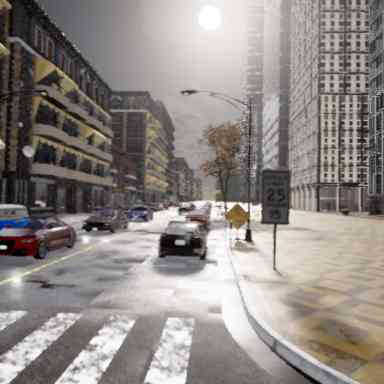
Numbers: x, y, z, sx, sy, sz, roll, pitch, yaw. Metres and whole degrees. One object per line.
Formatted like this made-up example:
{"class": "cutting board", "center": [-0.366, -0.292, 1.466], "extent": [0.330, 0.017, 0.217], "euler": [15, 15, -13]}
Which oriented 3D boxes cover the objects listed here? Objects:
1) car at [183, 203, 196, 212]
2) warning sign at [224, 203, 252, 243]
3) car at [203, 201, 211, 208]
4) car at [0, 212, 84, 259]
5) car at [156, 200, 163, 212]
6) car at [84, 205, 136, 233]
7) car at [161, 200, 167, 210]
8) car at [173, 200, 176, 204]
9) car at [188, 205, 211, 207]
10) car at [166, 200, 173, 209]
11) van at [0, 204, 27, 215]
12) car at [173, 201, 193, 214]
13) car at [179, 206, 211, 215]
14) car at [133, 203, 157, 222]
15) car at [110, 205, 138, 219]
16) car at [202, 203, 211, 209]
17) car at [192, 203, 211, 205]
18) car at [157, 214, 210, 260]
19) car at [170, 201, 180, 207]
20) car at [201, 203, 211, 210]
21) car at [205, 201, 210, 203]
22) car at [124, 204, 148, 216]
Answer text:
{"class": "car", "center": [-0.322, 2.625, 56.922], "extent": [1.837, 1.490, 4.892], "euler": [1, -1, 3]}
{"class": "warning sign", "center": [2.242, 1.487, 16.374], "extent": [1.300, 1.860, 1.060], "euler": [0, -2, 3]}
{"class": "car", "center": [4.006, 3.239, 85.816], "extent": [1.967, 1.590, 4.097], "euler": [2, -1, 3]}
{"class": "car", "center": [-6.135, 1.680, 12.970], "extent": [1.994, 1.385, 4.181], "euler": [1, -1, 3]}
{"class": "car", "center": [-6.342, 2.472, 52.965], "extent": [1.947, 1.339, 4.313], "euler": [2, -1, 3]}
{"class": "car", "center": [-5.572, 1.861, 22.320], "extent": [2.033, 1.411, 5.357], "euler": [1, -1, 4]}
{"class": "car", "center": [-6.021, 2.546, 58.354], "extent": [1.752, 1.417, 4.829], "euler": [2, -1, 3]}
{"class": "car", "center": [-4.682, 2.817, 80.762], "extent": [2.192, 1.841, 5.009], "euler": [2, -1, 3]}
{"class": "car", "center": [0.701, 2.162, 30.228], "extent": [2.008, 1.369, 4.403], "euler": [2, -1, 3]}
{"class": "car", "center": [-5.672, 2.459, 64.087], "extent": [2.192, 1.841, 5.009], "euler": [2, -1, 3]}
{"class": "van", "center": [-8.645, 1.423, 14.059], "extent": [1.690, 1.788, 3.998], "euler": [2, -1, 3]}
{"class": "car", "center": [-0.934, 2.390, 46.550], "extent": [2.128, 1.511, 4.902], "euler": [1, -1, 3]}
{"class": "car", "center": [0.370, 2.038, 24.669], "extent": [1.887, 1.381, 4.507], "euler": [2, -1, 3]}
{"class": "car", "center": [-4.966, 2.054, 32.498], "extent": [1.812, 1.442, 4.674], "euler": [1, -1, 4]}
{"class": "car", "center": [-7.333, 2.117, 36.289], "extent": [1.947, 1.339, 4.313], "euler": [2, -1, 3]}
{"class": "car", "center": [3.343, 3.111, 74.697], "extent": [2.008, 1.369, 4.403], "euler": [2, -1, 3]}
{"class": "car", "center": [1.361, 2.397, 41.346], "extent": [2.008, 1.369, 4.403], "euler": [2, -1, 3]}
{"class": "car", "center": [-0.291, 1.825, 13.553], "extent": [1.947, 1.339, 4.313], "euler": [2, -1, 3]}
{"class": "car", "center": [-4.361, 3.166, 86.316], "extent": [1.887, 1.381, 4.507], "euler": [2, -1, 3]}
{"class": "car", "center": [3.012, 2.991, 69.140], "extent": [2.008, 1.369, 4.403], "euler": [2, -1, 3]}
{"class": "car", "center": [2.033, 2.612, 52.634], "extent": [1.752, 1.417, 4.829], "euler": [2, -1, 3]}
{"class": "car", "center": [-7.002, 2.220, 41.848], "extent": [2.008, 1.369, 4.403], "euler": [2, -1, 3]}
